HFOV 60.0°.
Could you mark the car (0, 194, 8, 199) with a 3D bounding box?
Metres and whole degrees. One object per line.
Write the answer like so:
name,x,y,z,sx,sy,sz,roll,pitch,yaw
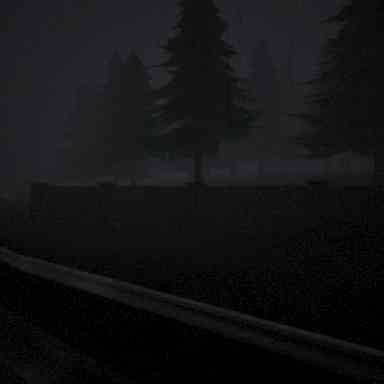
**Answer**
car,-44.306,1.239,76.416,1.895,1.301,4.718,0,0,-22
